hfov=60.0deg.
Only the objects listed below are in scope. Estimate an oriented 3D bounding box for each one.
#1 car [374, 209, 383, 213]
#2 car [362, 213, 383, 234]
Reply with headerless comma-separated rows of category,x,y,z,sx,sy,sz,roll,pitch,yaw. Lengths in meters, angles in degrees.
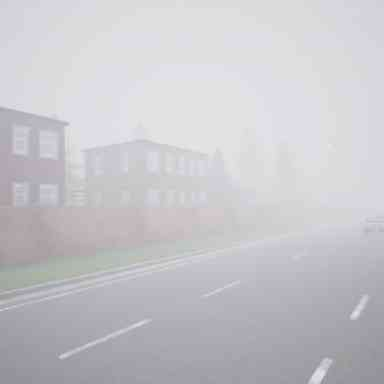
car,34.589,3.880,61.168,2.033,1.411,5.357,-3,-4,35
car,14.919,2.624,26.484,1.895,1.301,4.718,-3,-4,35
